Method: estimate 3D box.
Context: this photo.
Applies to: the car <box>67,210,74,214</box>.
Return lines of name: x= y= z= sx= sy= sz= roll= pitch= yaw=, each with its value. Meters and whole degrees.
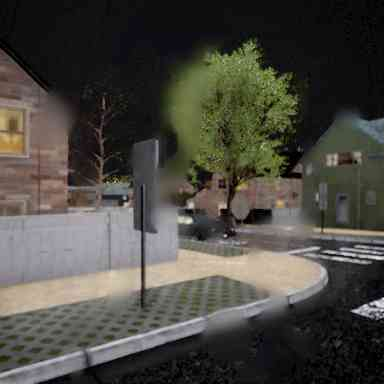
car: x=-18.564 y=3.303 z=46.880 sx=1.837 sy=1.490 sz=4.892 roll=0 pitch=-2 yaw=-35

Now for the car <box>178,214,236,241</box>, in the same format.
car: x=0.238 y=2.042 z=19.889 sx=2.033 sy=1.411 sz=5.357 roll=0 pitch=-2 yaw=-35

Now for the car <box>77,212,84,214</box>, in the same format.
car: x=-13.376 y=3.048 z=44.351 sx=1.882 sy=1.535 sz=5.008 roll=0 pitch=-2 yaw=-35

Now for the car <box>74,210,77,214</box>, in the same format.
car: x=-19.198 y=3.569 z=52.575 sx=1.895 sy=1.301 sz=4.718 roll=0 pitch=-2 yaw=-35

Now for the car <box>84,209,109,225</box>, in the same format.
car: x=-8.606 y=2.643 z=32.512 sx=1.994 sy=1.385 sz=4.181 roll=0 pitch=-2 yaw=-35
